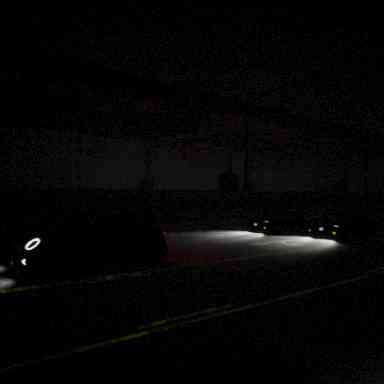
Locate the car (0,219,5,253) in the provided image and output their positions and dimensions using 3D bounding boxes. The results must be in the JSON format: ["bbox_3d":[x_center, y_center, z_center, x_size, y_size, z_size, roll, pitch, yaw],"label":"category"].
[{"bbox_3d":[-6.068,1.359,12.545,4.553,1.767,2.097,1,0,-35],"label":"car"}]

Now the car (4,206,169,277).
[{"bbox_3d":[-3.057,1.376,10.374,4.553,1.767,2.097,1,0,-35],"label":"car"}]

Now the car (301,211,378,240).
[{"bbox_3d":[8.282,1.733,18.199,4.181,1.385,1.994,1,0,-34],"label":"car"}]

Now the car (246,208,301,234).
[{"bbox_3d":[5.324,1.716,20.415,4.181,1.385,1.994,1,0,-34],"label":"car"}]
